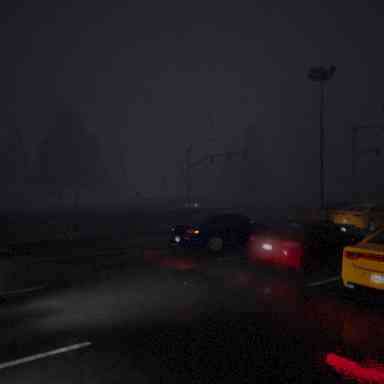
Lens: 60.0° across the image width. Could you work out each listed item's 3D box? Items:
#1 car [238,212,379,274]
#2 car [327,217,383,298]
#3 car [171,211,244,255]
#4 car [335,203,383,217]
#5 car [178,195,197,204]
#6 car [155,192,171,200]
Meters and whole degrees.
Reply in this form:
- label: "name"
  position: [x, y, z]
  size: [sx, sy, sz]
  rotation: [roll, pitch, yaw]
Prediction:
- label: "car"
  position: [3.785, 1.523, 10.583]
  size: [4.181, 1.385, 1.994]
  rotation: [0, 0, -35]
- label: "car"
  position: [5.432, 1.440, 7.471]
  size: [5.008, 1.535, 1.882]
  rotation: [0, 0, -34]
- label: "car"
  position: [1.382, 1.487, 13.180]
  size: [4.674, 1.442, 1.812]
  rotation: [0, 0, -34]
- label: "car"
  position: [10.274, 1.391, 19.305]
  size: [5.008, 1.535, 1.882]
  rotation: [0, 0, -34]
- label: "car"
  position: [-0.852, 1.320, 61.157]
  size: [1.882, 1.535, 5.008]
  rotation: [0, 0, -25]
- label: "car"
  position: [-6.318, 1.363, 75.770]
  size: [2.033, 1.411, 5.357]
  rotation: [0, 0, -17]
